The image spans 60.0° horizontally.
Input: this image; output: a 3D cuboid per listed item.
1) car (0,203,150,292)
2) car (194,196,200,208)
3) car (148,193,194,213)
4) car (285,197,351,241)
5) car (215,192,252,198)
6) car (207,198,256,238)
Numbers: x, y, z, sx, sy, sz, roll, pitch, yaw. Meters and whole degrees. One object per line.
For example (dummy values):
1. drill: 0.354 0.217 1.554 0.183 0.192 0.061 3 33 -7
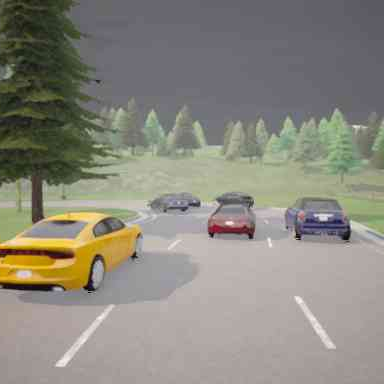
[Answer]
1. car: -2.718 1.262 8.489 1.882 1.535 5.008 0 2 7
2. car: -1.083 0.770 31.817 1.994 1.385 4.181 -1 2 -39
3. car: -2.061 0.862 27.453 2.033 1.411 5.357 0 2 -24
4. car: 5.397 0.984 14.791 2.097 1.767 4.553 0 2 10
5. car: 3.730 0.735 30.931 1.837 1.490 4.892 1 1 -27
6. car: 1.940 1.179 15.377 1.994 1.385 4.181 0 1 12
